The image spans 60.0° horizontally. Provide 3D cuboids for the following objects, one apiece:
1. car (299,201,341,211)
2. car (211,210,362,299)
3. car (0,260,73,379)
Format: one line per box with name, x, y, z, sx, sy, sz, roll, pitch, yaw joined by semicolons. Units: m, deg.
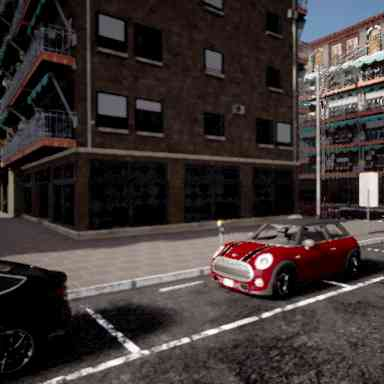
car;10.885;1.423;29.125;1.802;1.307;4.206;0;1;-35
car;2.413;1.426;8.343;4.097;1.590;1.967;0;0;-36
car;-3.675;1.568;3.944;4.313;1.339;1.947;0;0;-36
